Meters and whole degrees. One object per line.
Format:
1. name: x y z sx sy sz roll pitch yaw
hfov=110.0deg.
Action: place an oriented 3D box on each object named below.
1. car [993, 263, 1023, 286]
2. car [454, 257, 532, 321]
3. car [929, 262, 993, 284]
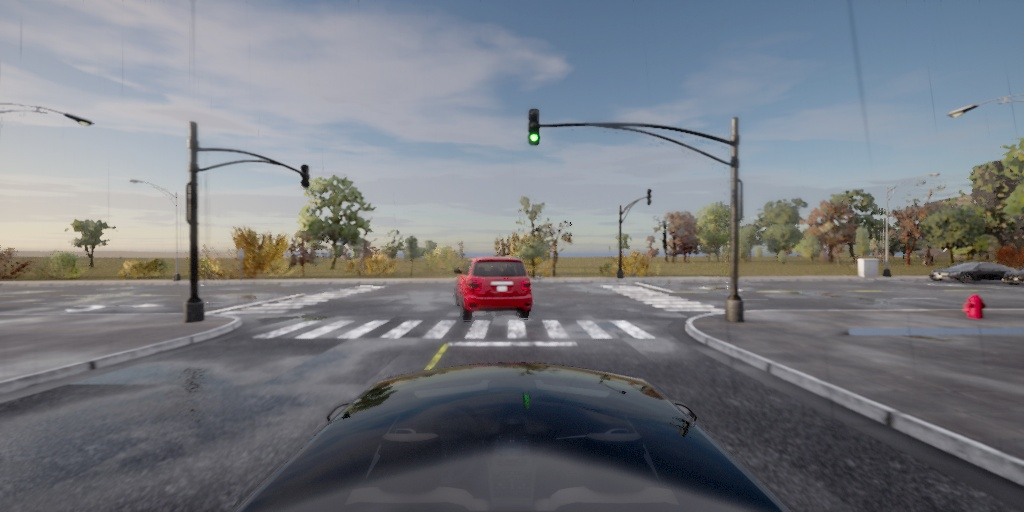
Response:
1. car: 33.031 1.143 21.752 4.892 1.490 1.837 0 0 1
2. car: -0.851 1.044 13.057 2.150 2.045 5.566 0 0 -12
3. car: 32.154 1.149 25.011 4.674 1.442 1.812 0 0 1
